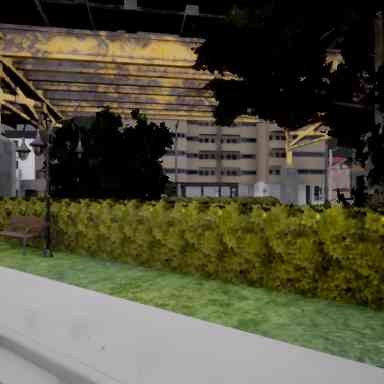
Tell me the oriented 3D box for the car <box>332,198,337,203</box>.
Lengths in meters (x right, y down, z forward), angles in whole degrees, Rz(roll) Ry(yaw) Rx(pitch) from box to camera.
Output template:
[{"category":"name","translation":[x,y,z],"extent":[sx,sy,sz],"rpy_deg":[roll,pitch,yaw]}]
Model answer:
[{"category":"car","translation":[14.896,1.353,31.183],"extent":[4.553,1.767,2.097],"rpy_deg":[0,0,-9]}]
